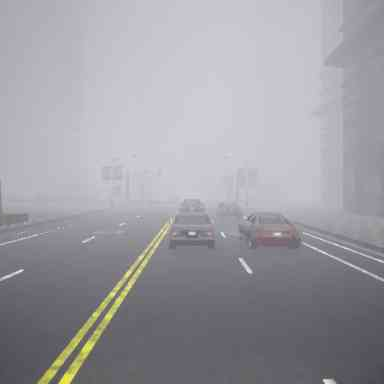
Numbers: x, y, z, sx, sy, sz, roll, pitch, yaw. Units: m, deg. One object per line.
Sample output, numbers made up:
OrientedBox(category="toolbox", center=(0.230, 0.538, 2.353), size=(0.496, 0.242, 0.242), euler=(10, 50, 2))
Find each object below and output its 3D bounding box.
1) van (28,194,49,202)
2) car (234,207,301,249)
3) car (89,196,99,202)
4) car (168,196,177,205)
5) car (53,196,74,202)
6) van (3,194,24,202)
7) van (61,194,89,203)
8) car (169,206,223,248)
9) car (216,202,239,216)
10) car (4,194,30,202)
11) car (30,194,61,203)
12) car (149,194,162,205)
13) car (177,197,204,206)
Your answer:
OrientedBox(category="van", center=(-34.926, 1.355, 75.772), size=(3.998, 1.788, 1.690), euler=(0, 0, 0))
OrientedBox(category="car", center=(3.250, 1.574, 14.650), size=(1.994, 1.385, 4.181), euler=(0, 0, 0))
OrientedBox(category="car", center=(-23.570, 1.573, 75.776), size=(4.403, 1.369, 2.008), euler=(0, 0, 0))
OrientedBox(category="car", center=(-3.250, 1.540, 59.650), size=(2.128, 1.511, 4.902), euler=(0, 0, 0))
OrientedBox(category="car", center=(-29.248, 1.600, 75.774), size=(4.206, 1.307, 1.802), euler=(0, 0, 0))
OrientedBox(category="van", center=(-40.603, 1.353, 75.770), size=(3.998, 1.788, 1.690), euler=(0, 0, 0))
OrientedBox(category="van", center=(-23.566, 1.334, 67.251), size=(3.998, 1.788, 1.690), euler=(0, 0, 0))
OrientedBox(category="car", center=(0.000, 1.565, 14.650), size=(2.033, 1.411, 5.357), euler=(0, 0, 0))
OrientedBox(category="car", center=(3.250, 1.571, 29.650), size=(2.033, 1.411, 5.357), euler=(0, 0, 0))
OrientedBox(category="car", center=(-34.921, 1.568, 67.247), size=(4.206, 1.307, 1.802), euler=(0, 0, 0))
OrientedBox(category="car", center=(-29.243, 1.304, 67.250), size=(5.009, 1.841, 2.192), euler=(0, 0, 0))
OrientedBox(category="car", center=(-6.500, 1.579, 59.650), size=(1.812, 1.442, 4.674), euler=(0, 0, 0))
OrientedBox(category="car", center=(0.000, 1.373, 29.620), size=(2.097, 1.767, 4.553), euler=(0, 0, 0))
